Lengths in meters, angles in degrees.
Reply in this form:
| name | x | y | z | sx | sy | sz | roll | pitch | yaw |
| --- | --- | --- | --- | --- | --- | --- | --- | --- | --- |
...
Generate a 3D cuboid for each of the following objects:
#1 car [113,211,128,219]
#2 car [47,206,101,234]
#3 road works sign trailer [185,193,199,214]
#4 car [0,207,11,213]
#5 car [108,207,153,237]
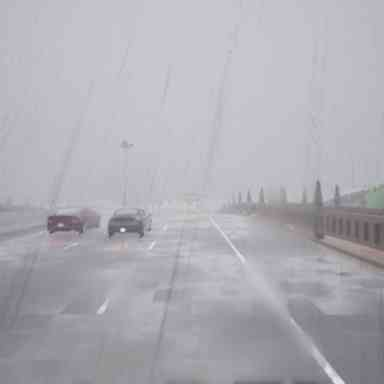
| name | x | y | z | sx | sy | sz | roll | pitch | yaw |
| --- | --- | --- | --- | --- | --- | --- | --- | --- | --- |
| car | -14.001 | 4.545 | 65.712 | 1.895 | 1.301 | 4.718 | 0 | -8 | 0 |
| car | -6.900 | 1.599 | 19.958 | 1.882 | 1.535 | 5.008 | 0 | 0 | 0 |
| road works sign trailer | 0.001 | 2.000 | 54.512 | 2.380 | 3.560 | 2.880 | 0 | -6 | 0 |
| car | -14.097 | 1.703 | 23.006 | 1.994 | 1.385 | 4.181 | 0 | 0 | 0 |
| car | -3.399 | 1.619 | 18.763 | 1.837 | 1.490 | 4.892 | 0 | 0 | 0 |
